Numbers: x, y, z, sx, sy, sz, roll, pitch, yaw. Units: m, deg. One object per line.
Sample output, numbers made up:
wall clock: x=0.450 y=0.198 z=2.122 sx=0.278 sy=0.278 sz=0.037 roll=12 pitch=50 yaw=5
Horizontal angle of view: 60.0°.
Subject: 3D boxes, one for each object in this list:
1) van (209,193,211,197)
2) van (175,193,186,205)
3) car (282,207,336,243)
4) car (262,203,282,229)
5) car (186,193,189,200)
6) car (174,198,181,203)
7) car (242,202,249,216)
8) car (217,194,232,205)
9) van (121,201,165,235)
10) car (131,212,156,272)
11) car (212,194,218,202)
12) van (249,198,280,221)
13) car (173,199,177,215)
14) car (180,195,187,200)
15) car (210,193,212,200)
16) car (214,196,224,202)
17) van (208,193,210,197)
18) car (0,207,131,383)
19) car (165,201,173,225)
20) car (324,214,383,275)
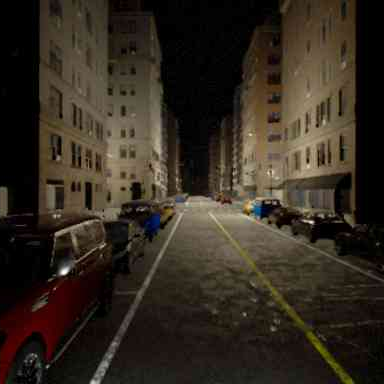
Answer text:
van: x=6.241 y=1.342 z=88.202 sx=1.690 sy=1.788 sz=3.998 roll=0 pitch=0 yaw=0
van: x=-2.355 y=1.344 z=60.280 sx=1.690 sy=1.788 sz=3.998 roll=0 pitch=0 yaw=0
car: x=6.060 y=1.584 z=16.072 sx=2.008 sy=1.369 sz=4.403 roll=0 pitch=0 yaw=0
car: x=6.075 y=1.618 z=21.742 sx=1.802 sy=1.307 sz=4.206 roll=0 pitch=0 yaw=0
car: x=-2.327 y=1.311 z=71.453 sx=2.192 sy=1.841 sz=5.009 roll=0 pitch=0 yaw=0
car: x=-2.423 y=1.559 z=33.084 sx=2.008 sy=1.369 sz=4.403 roll=0 pitch=0 yaw=0
car: x=6.103 y=1.560 z=33.251 sx=1.752 sy=1.417 sz=4.829 roll=0 pitch=0 yaw=0
car: x=6.171 y=1.469 z=60.276 sx=1.967 sy=1.590 sz=4.097 roll=0 pitch=0 yaw=0
van: x=-2.465 y=1.348 z=16.079 sx=1.690 sy=1.788 sz=3.998 roll=0 pitch=0 yaw=0
car: x=-2.479 y=1.552 z=10.411 sx=2.008 sy=1.369 sz=4.403 roll=0 pitch=0 yaw=0
car: x=6.199 y=1.338 z=71.447 sx=2.192 sy=1.841 sz=5.009 roll=0 pitch=0 yaw=0
van: x=6.089 y=1.377 z=27.412 sx=1.690 sy=1.788 sz=3.998 roll=0 pitch=0 yaw=0
car: x=-2.437 y=1.535 z=27.247 sx=1.752 sy=1.417 sz=4.829 roll=0 pitch=0 yaw=0
car: x=-2.271 y=1.509 z=93.797 sx=1.887 sy=1.381 sz=4.507 roll=0 pitch=0 yaw=0
car: x=6.226 y=1.561 z=82.617 sx=2.008 sy=1.369 sz=4.403 roll=0 pitch=0 yaw=0
car: x=6.212 y=1.584 z=77.031 sx=1.947 sy=1.339 sz=4.313 roll=0 pitch=0 yaw=0
van: x=6.255 y=1.332 z=93.787 sx=1.690 sy=1.788 sz=3.998 roll=0 pitch=0 yaw=0
car: x=-2.493 y=1.312 z=4.743 sx=2.192 sy=1.841 sz=5.009 roll=0 pitch=0 yaw=0
car: x=-2.451 y=1.534 z=21.578 sx=1.752 sy=1.417 sz=4.829 roll=0 pitch=0 yaw=0
car: x=6.046 y=1.594 z=10.403 sx=1.947 sy=1.339 sz=4.313 roll=0 pitch=0 yaw=0
